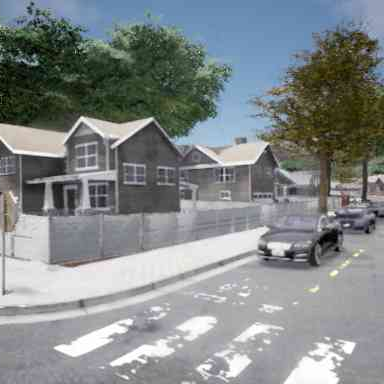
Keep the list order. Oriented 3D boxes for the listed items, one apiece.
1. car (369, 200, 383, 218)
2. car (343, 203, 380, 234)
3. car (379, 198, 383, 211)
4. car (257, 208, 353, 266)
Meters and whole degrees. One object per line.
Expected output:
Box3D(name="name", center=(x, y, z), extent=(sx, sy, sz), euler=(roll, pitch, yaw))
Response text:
Box3D(name="car", center=(15.112, 1.521, 27.296), extent=(1.994, 1.385, 4.181), euler=(-2, -1, 35))
Box3D(name="car", center=(9.295, 1.564, 19.184), extent=(1.994, 1.385, 4.181), euler=(-2, -1, 35))
Box3D(name="car", center=(23.582, 1.457, 39.712), extent=(1.994, 1.385, 4.181), euler=(-2, -1, 32))
Box3D(name="car", center=(3.955, 1.520, 11.788), extent=(2.128, 1.511, 4.902), euler=(-2, -1, 36))
